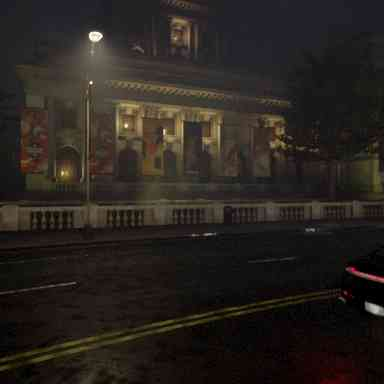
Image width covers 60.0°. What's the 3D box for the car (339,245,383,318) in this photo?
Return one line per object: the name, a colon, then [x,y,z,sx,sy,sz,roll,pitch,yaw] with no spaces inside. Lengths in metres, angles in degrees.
car: [4.864,1.492,5.876,4.902,1.511,2.128,0,0,-25]
